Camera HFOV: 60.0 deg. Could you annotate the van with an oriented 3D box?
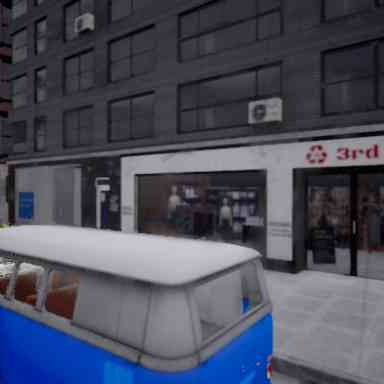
[{"bbox_3d":[-1.136,1.332,3.619,3.998,1.788,1.690,0,0,35],"label":"van"}]
